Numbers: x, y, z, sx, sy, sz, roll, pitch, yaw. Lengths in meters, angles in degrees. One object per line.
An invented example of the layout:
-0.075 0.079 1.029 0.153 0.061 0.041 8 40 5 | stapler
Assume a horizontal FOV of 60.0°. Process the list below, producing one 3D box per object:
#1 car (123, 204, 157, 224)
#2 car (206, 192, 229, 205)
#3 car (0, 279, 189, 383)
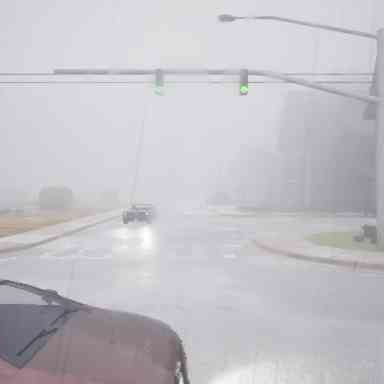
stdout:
-3.679 1.526 23.975 1.895 1.301 4.718 0 0 0 | car
3.946 1.000 52.590 1.905 1.878 3.866 -8 4 -42 | car
-2.096 1.597 3.086 4.181 1.385 1.994 0 0 1 | car
